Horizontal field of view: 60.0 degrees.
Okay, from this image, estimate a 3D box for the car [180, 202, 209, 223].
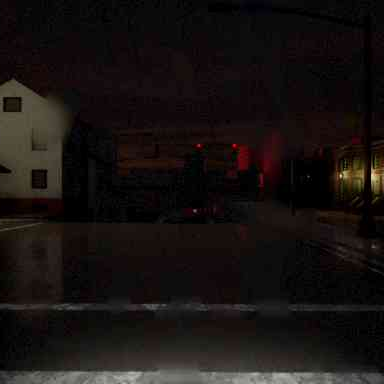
[{"bbox_3d":[0.177,2.357,31.809,2.150,2.045,5.566,0,-13,-2],"label":"car"}]
